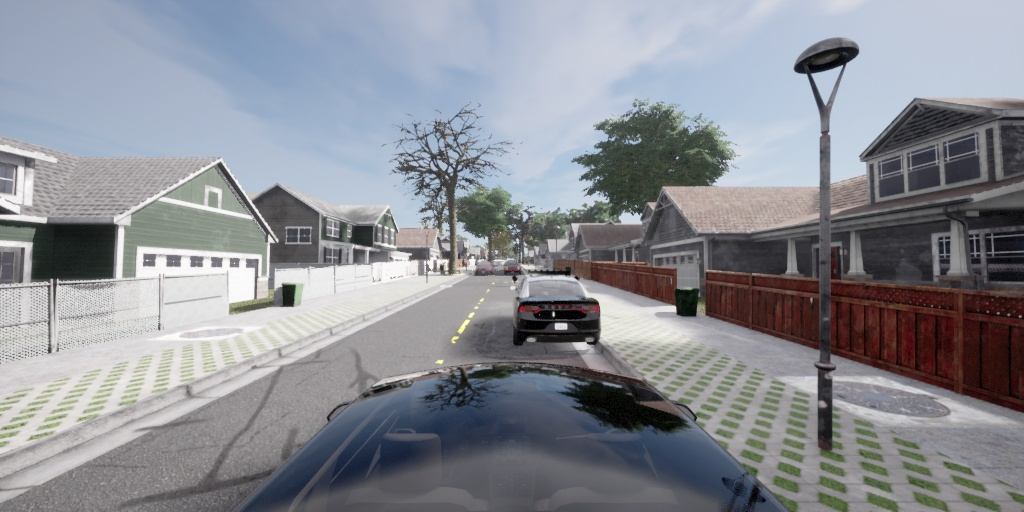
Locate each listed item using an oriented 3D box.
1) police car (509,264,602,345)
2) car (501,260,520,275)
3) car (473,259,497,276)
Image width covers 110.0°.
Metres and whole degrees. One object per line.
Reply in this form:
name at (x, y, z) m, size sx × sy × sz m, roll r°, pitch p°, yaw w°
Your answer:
police car at (0.964, 1.178, 9.624) m, size 1.930 × 1.638 × 5.238 m, roll 0°, pitch 0°, yaw 0°
car at (0.086, 1.379, 39.520) m, size 1.895 × 1.301 × 4.718 m, roll 0°, pitch 0°, yaw 0°
car at (-2.844, 1.299, 37.779) m, size 1.812 × 1.442 × 4.674 m, roll 0°, pitch 0°, yaw 0°
